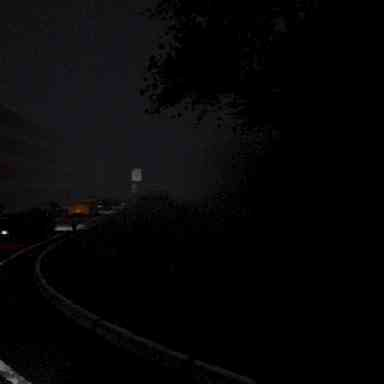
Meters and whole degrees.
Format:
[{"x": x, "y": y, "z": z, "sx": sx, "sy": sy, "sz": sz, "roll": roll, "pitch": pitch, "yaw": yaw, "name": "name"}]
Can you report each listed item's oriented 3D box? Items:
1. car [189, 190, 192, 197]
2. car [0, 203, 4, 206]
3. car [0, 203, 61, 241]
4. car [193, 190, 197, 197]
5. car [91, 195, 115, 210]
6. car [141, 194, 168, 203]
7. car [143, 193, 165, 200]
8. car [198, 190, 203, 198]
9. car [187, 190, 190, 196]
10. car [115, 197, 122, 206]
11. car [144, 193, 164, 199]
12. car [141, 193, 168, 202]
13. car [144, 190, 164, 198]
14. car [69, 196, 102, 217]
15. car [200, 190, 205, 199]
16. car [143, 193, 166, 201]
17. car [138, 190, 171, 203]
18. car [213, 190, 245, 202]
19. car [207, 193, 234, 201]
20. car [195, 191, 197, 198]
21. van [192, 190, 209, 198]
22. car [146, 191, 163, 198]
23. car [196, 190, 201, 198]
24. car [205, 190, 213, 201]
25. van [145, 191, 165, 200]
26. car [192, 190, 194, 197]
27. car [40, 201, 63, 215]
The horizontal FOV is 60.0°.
[{"x": 2.533, "y": 0.746, "z": 89.260, "sx": 5.008, "sy": 1.535, "sz": 2.097, "roll": -1, "pitch": 1, "yaw": -7, "name": "car"}, {"x": -12.235, "y": 1.420, "z": 19.109, "sx": 2.097, "sy": 1.767, "sz": 4.553, "roll": -1, "pitch": 0, "yaw": -6, "name": "car"}, {"x": -8.530, "y": 1.553, "z": 17.129, "sx": 1.837, "sy": 1.490, "sz": 4.892, "roll": -1, "pitch": 0, "yaw": -6, "name": "car"}, {"x": 3.512, "y": 0.817, "z": 80.847, "sx": 5.008, "sy": 1.535, "sz": 2.097, "roll": -1, "pitch": 1, "yaw": -7, "name": "car"}, {"x": -11.048, "y": 1.395, "z": 40.983, "sx": 1.837, "sy": 1.490, "sz": 4.892, "roll": -1, "pitch": 0, "yaw": -6, "name": "car"}, {"x": -6.668, "y": 1.139, "z": 59.550, "sx": 4.674, "sy": 1.452, "sz": 2.002, "roll": -1, "pitch": 0, "yaw": -7, "name": "car"}, {"x": -8.328, "y": 1.016, "z": 73.582, "sx": 4.792, "sy": 1.488, "sz": 2.163, "roll": -1, "pitch": 1, "yaw": -7, "name": "car"}, {"x": 4.497, "y": 0.889, "z": 72.308, "sx": 5.008, "sy": 1.535, "sz": 2.097, "roll": -1, "pitch": 1, "yaw": -7, "name": "car"}, {"x": 1.897, "y": 0.701, "z": 94.746, "sx": 4.892, "sy": 1.521, "sz": 2.231, "roll": -1, "pitch": 1, "yaw": -7, "name": "car"}, {"x": -12.141, "y": 1.375, "z": 51.561, "sx": 1.994, "sy": 1.385, "sz": 4.181, "roll": -1, "pitch": 1, "yaw": -6, "name": "car"}, {"x": -8.955, "y": 0.979, "z": 79.198, "sx": 4.674, "sy": 1.452, "sz": 2.002, "roll": -1, "pitch": 1, "yaw": -7, "name": "car"}, {"x": -6.998, "y": 1.078, "z": 62.358, "sx": 5.008, "sy": 1.535, "sz": 2.097, "roll": -1, "pitch": 0, "yaw": -7, "name": "car"}, {"x": -10.561, "y": 0.568, "z": 93.233, "sx": 5.566, "sy": 2.045, "sz": 2.435, "roll": -1, "pitch": 1, "yaw": -7, "name": "car"}, {"x": -9.949, "y": 1.436, "z": 30.824, "sx": 1.882, "sy": 1.535, "sz": 5.008, "roll": -1, "pitch": 0, "yaw": -6, "name": "car"}, {"x": 4.824, "y": 0.914, "z": 69.503, "sx": 4.892, "sy": 1.521, "sz": 2.231, "roll": -1, "pitch": 0, "yaw": -7, "name": "car"}, {"x": -7.970, "y": 1.050, "z": 70.779, "sx": 4.674, "sy": 1.452, "sz": 2.002, "roll": -1, "pitch": 1, "yaw": -7, "name": "car"}, {"x": -6.370, "y": 0.868, "z": 56.739, "sx": 5.566, "sy": 2.045, "sz": 2.435, "roll": -1, "pitch": 0, "yaw": -7, "name": "car"}, {"x": 6.403, "y": 0.885, "z": 55.464, "sx": 4.553, "sy": 1.767, "sz": 2.185, "roll": -1, "pitch": 1, "yaw": -7, "name": "car"}, {"x": 5.492, "y": 0.959, "z": 63.896, "sx": 4.892, "sy": 1.521, "sz": 2.231, "roll": -1, "pitch": 1, "yaw": -7, "name": "car"}, {"x": 3.878, "y": 0.871, "z": 77.922, "sx": 4.792, "sy": 1.488, "sz": 2.163, "roll": -1, "pitch": 1, "yaw": -7, "name": "car"}, {"x": 2.329, "y": 0.496, "z": 91.950, "sx": 4.442, "sy": 1.987, "sz": 1.878, "roll": -1, "pitch": 1, "yaw": -7, "name": "van"}, {"x": -9.903, "y": 0.742, "z": 87.621, "sx": 4.553, "sy": 1.767, "sz": 2.185, "roll": -1, "pitch": 1, "yaw": -7, "name": "car"}, {"x": 4.170, "y": 0.866, "z": 75.113, "sx": 5.008, "sy": 1.535, "sz": 2.097, "roll": -1, "pitch": 0, "yaw": -7, "name": "car"}, {"x": 5.768, "y": 0.727, "z": 61.208, "sx": 5.566, "sy": 2.045, "sz": 2.435, "roll": -1, "pitch": 1, "yaw": -7, "name": "car"}, {"x": -8.512, "y": 0.736, "z": 76.403, "sx": 4.442, "sy": 1.987, "sz": 1.878, "roll": -1, "pitch": 1, "yaw": -7, "name": "van"}, {"x": 3.176, "y": 0.793, "z": 83.650, "sx": 5.008, "sy": 1.535, "sz": 2.097, "roll": -1, "pitch": 1, "yaw": -7, "name": "car"}, {"x": -13.367, "y": 1.553, "z": 30.596, "sx": 1.994, "sy": 1.385, "sz": 4.181, "roll": -1, "pitch": 0, "yaw": -6, "name": "car"}]
